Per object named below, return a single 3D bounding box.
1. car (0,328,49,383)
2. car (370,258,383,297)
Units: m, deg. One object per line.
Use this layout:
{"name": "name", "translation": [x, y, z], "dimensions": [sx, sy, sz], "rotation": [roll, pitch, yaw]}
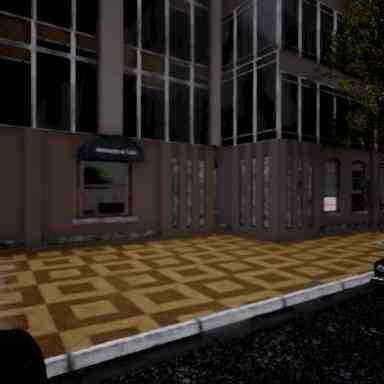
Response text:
{"name": "car", "translation": [-2.981, 1.483, 1.005], "dimensions": [4.902, 1.511, 2.128], "rotation": [0, 0, -35]}
{"name": "car", "translation": [5.851, 1.581, 7.116], "dimensions": [4.718, 1.301, 1.895], "rotation": [0, 0, -35]}
